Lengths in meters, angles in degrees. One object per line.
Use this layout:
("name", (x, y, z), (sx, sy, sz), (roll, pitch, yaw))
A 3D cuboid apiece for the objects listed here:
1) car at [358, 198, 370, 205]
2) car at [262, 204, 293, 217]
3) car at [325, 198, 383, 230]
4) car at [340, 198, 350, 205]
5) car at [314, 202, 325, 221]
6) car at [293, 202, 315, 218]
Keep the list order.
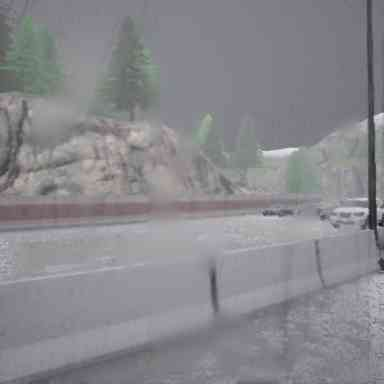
("car", (35.384, 1.881, 68.600), (2.033, 1.411, 5.357), (-1, -1, 26))
("car", (9.300, 1.956, 35.690), (1.994, 1.385, 4.181), (-1, -1, 43))
("car", (11.602, 1.425, 22.966), (5.566, 2.045, 2.150), (0, -1, -44))
("car", (32.184, 1.987, 70.017), (1.895, 1.301, 4.718), (-1, -1, 26))
("car", (12.911, 1.779, 29.290), (1.837, 1.490, 4.892), (-1, -1, 43))
("car", (12.495, 1.848, 33.994), (1.837, 1.490, 4.892), (-1, -1, 42))
